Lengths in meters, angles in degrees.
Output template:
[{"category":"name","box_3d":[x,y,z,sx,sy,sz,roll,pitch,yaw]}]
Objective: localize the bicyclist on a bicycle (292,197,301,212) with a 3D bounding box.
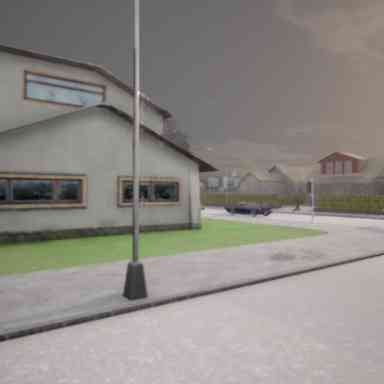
[{"category":"bicyclist on a bicycle","box_3d":[11.796,1.390,37.525,1.656,1.620,0.582,0,0,-35]}]

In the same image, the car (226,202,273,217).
[{"category":"car","box_3d":[5.447,1.630,31.966,1.895,1.301,4.718,0,0,-35]}]

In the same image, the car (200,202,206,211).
[{"category":"car","box_3d":[-0.324,1.521,40.116,2.128,1.511,4.902,0,0,-35]}]
